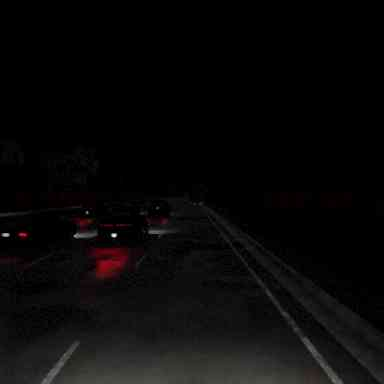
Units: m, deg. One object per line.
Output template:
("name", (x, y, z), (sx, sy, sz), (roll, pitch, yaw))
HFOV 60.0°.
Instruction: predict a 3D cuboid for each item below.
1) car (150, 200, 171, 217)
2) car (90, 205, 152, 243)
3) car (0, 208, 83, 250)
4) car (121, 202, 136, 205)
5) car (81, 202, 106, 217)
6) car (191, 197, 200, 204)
("car", (-3.395, 1.657, 35.069), (2.097, 1.767, 4.553), (0, 0, 0))
("car", (-3.398, 1.653, 16.924), (1.837, 1.490, 4.892), (0, 0, 0))
("car", (-6.898, 1.677, 14.889), (2.033, 1.411, 5.357), (0, 0, 0))
("car", (-6.909, 1.842, 36.406), (1.812, 1.442, 4.674), (0, 0, 0))
("car", (-10.396, 1.812, 35.404), (1.837, 1.490, 4.892), (0, 0, 0))
("car", (1.234, 2.202, 86.071), (1.801, 1.575, 5.366), (0, 0, 0))
